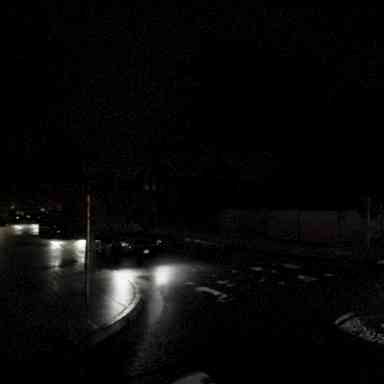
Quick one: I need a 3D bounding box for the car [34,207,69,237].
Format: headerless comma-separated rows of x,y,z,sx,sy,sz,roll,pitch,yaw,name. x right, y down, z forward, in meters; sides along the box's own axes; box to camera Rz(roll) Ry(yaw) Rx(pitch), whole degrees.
-8.837,2.032,22.183,1.882,1.535,5.008,1,-2,-36,car

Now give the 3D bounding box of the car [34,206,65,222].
-15.995,2.389,37.144,2.128,1.511,4.902,1,-2,-35,car

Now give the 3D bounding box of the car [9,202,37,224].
-17.119,2.049,33.848,2.150,2.045,5.566,1,-2,-35,car

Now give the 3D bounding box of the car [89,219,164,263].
-2.896,1.870,13.692,1.812,1.442,4.674,1,-2,-34,car
